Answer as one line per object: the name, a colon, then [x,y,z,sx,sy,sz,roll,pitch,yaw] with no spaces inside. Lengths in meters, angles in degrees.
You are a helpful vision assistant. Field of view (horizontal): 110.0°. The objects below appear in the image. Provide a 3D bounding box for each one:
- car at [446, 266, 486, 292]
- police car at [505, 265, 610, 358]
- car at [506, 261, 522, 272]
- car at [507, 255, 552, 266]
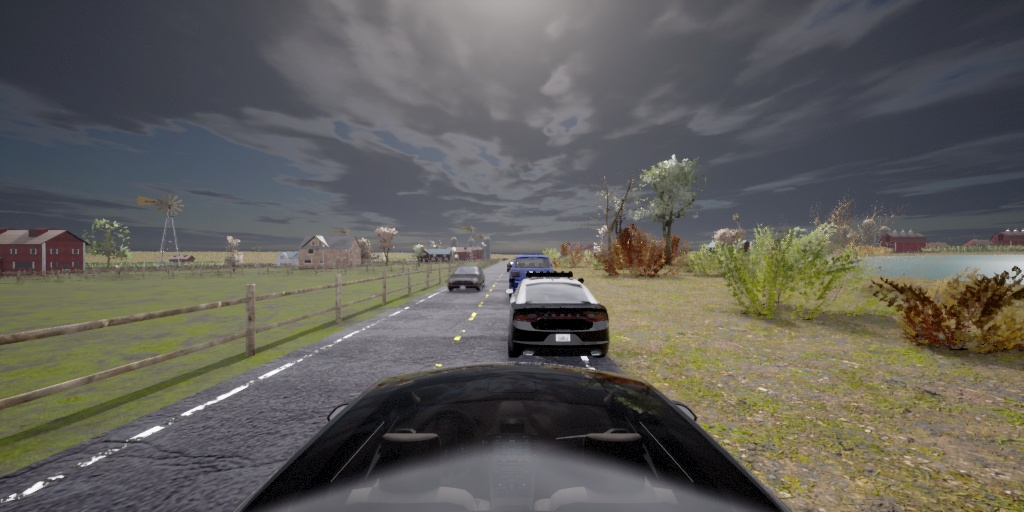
car: [-2.606,1.298,21.733,2.033,1.411,5.357,0,0,0]
police car: [0.878,1.174,8.630,1.930,1.638,5.238,0,0,0]
car: [0.347,1.334,46.308,1.994,1.385,4.181,0,0,2]
car: [0.949,0.974,18.550,2.150,2.045,5.566,0,0,0]
